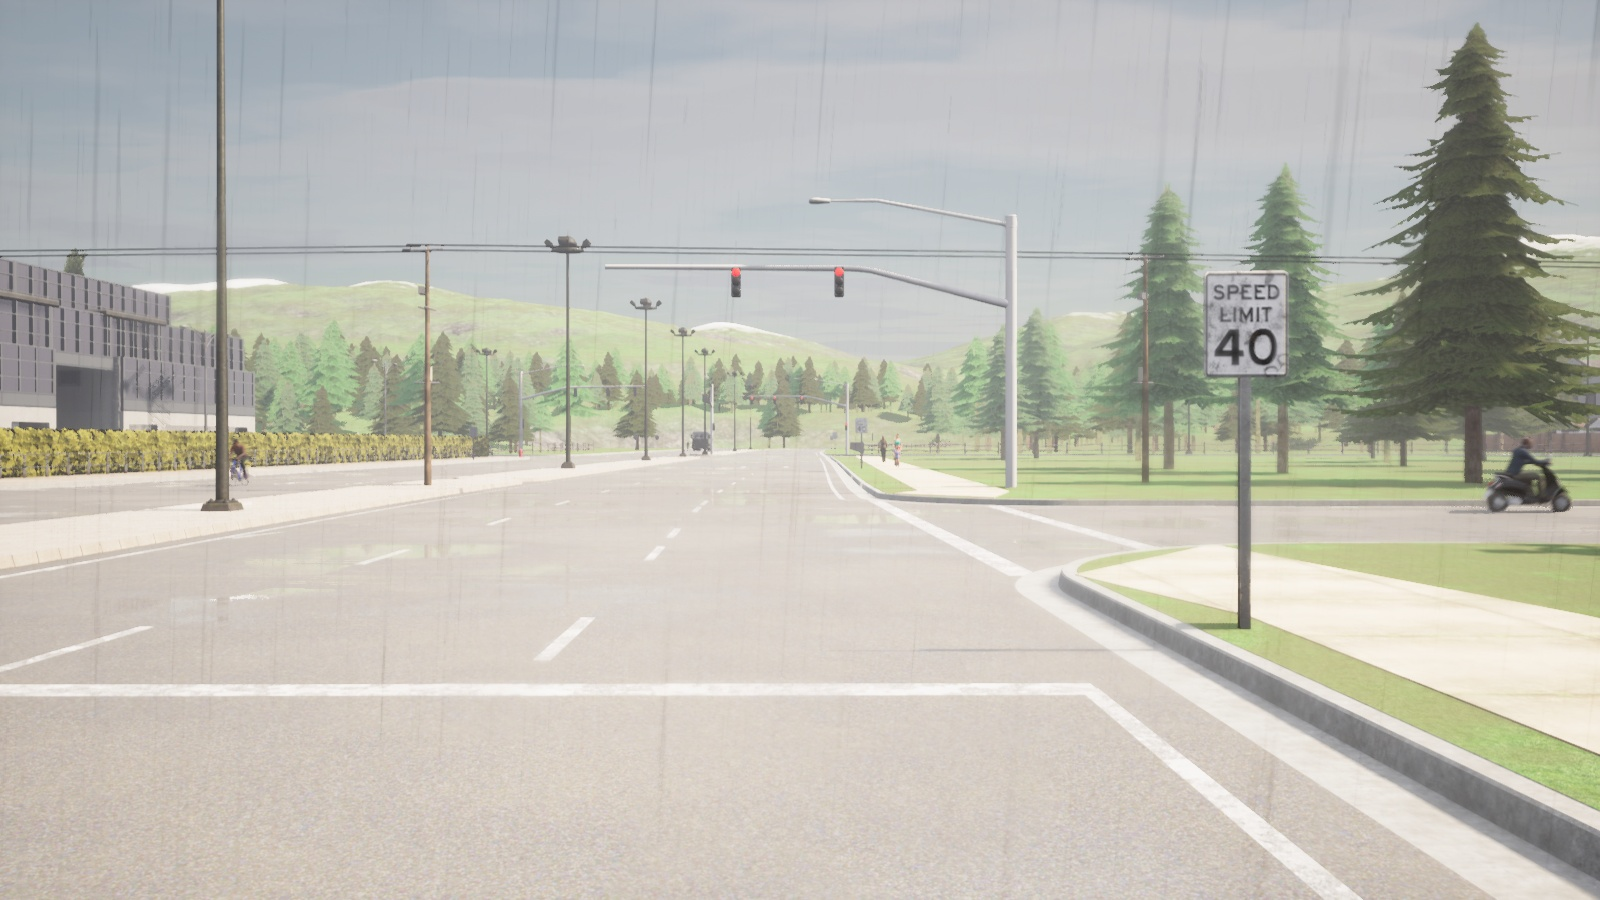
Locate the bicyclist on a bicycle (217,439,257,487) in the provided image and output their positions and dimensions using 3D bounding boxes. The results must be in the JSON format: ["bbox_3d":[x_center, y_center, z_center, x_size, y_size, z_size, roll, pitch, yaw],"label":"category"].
[{"bbox_3d":[-19.177,0.429,42.786,0.582,1.620,1.656,0,1,0],"label":"bicyclist on a bicycle"}]

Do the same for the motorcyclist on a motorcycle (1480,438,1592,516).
[{"bbox_3d":[15.403,0.556,26.317,1.817,1.590,0.866,0,0,1],"label":"motorcyclist on a motorcycle"}]
